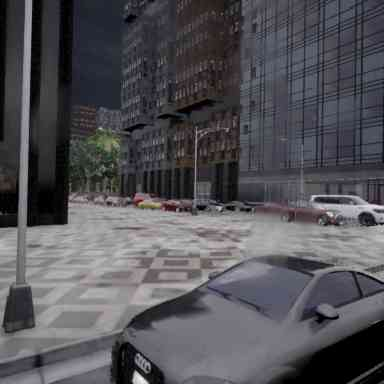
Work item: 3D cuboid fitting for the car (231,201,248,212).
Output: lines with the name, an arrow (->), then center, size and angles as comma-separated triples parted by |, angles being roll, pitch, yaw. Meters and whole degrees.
car -> 5.317, 1.727, 40.153 | 1.947, 1.339, 4.313 | 2, -1, -36

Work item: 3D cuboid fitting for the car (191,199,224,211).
car -> 2.032, 1.690, 44.759 | 1.752, 1.417, 4.829 | 2, -1, -36

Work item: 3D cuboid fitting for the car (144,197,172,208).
car -> -5.223, 1.590, 50.243 | 2.128, 1.511, 4.902 | 2, -1, -35

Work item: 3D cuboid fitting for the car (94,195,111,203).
car -> -20.354, 1.514, 75.487 | 2.097, 1.767, 4.553 | 2, -1, -36

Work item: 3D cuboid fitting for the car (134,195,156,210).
car -> -4.711, 1.466, 39.535 | 1.752, 1.417, 4.829 | 2, -1, -36

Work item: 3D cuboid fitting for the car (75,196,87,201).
car -> -29.842, 1.695, 89.420 | 1.752, 1.417, 4.829 | 2, -1, -36

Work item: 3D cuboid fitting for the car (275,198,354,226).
car -> 7.926, 1.368, 21.834 | 1.967, 1.590, 4.097 | 2, -1, -37

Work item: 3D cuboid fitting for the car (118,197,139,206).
car -> -11.301, 1.625, 58.687 | 1.812, 1.442, 4.674 | 2, -1, -36

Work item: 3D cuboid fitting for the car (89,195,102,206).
car -> -14.375, 1.530, 53.074 | 1.802, 1.307, 4.206 | 2, -1, -36

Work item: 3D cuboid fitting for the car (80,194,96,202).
car -> -26.551, 1.485, 84.818 | 2.192, 1.841, 5.009 | 2, -1, -36

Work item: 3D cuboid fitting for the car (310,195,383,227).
car -> 10.632, 1.223, 22.883 | 2.150, 2.045, 5.566 | 1, -1, -40

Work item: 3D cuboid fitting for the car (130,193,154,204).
car -> -6.147, 1.228, 46.210 | 2.150, 2.045, 5.566 | 2, 0, -34

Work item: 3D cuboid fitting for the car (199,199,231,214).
car -> 1.406, 1.499, 35.556 | 2.128, 1.511, 4.902 | 2, -1, -35

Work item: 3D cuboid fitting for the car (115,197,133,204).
car -> -13.807, 1.737, 66.951 | 1.947, 1.339, 4.313 | 2, -1, -36

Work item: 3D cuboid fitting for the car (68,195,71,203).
car -> -23.935, 1.387, 66.477 | 1.967, 1.590, 4.097 | 2, -1, -36

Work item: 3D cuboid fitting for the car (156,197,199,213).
car -> -1.622, 1.482, 35.207 | 1.887, 1.381, 4.507 | 2, -1, -36

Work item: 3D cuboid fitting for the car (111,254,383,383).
car -> 1.152, 1.565, 4.200 | 4.181, 1.385, 1.994 | 0, 0, -35

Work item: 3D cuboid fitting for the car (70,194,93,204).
car -> -20.650, 1.473, 61.870 | 1.752, 1.417, 4.829 | 2, -1, -36

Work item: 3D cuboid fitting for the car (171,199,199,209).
car -> -1.057, 1.719, 49.086 | 2.008, 1.369, 4.403 | 2, -1, -36

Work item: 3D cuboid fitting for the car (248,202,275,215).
car -> 8.504, 1.740, 35.687 | 1.802, 1.307, 4.206 | 2, -1, -36

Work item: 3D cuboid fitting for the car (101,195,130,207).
car -> -11.184, 1.387, 48.609 | 1.967, 1.590, 4.097 | 2, -1, -36
